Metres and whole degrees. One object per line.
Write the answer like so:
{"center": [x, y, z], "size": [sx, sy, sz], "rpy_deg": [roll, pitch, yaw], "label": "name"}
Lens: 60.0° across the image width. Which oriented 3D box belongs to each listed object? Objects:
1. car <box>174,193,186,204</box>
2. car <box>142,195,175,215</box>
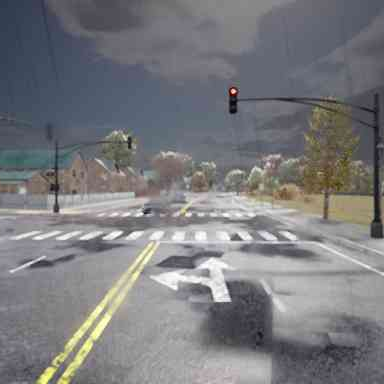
{"center": [-1.886, 0.955, 46.883], "size": [1.837, 1.490, 4.892], "rpy_deg": [0, 3, 3], "label": "car"}
{"center": [-2.933, 1.186, 28.611], "size": [2.033, 1.411, 5.357], "rpy_deg": [0, 1, 2], "label": "car"}
